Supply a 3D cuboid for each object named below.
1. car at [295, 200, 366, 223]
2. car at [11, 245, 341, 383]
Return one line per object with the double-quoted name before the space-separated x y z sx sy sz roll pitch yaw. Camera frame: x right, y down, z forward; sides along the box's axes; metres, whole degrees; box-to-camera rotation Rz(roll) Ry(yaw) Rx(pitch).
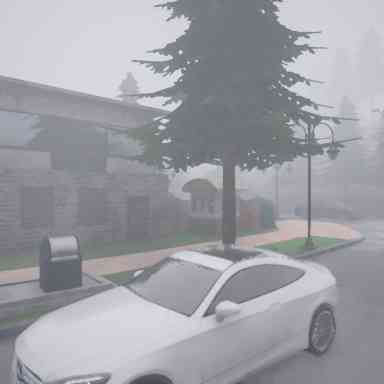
"car" 9.992 1.348 24.305 4.892 1.490 1.837 0 0 43
"car" 0.236 1.526 4.444 4.674 1.442 1.812 0 0 -39
